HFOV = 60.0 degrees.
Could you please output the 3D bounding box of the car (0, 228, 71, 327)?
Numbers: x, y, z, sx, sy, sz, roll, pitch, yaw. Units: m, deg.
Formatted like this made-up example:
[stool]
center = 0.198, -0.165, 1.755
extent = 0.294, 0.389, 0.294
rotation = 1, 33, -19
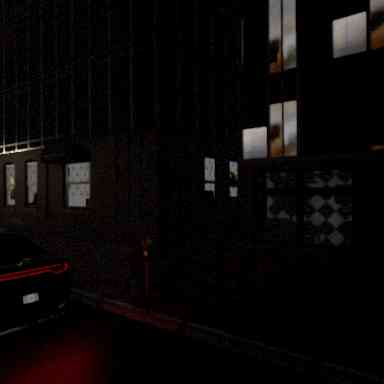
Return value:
[car]
center = -4.429, 1.429, 6.451
extent = 5.008, 1.535, 1.882
rotation = 0, 0, 36
